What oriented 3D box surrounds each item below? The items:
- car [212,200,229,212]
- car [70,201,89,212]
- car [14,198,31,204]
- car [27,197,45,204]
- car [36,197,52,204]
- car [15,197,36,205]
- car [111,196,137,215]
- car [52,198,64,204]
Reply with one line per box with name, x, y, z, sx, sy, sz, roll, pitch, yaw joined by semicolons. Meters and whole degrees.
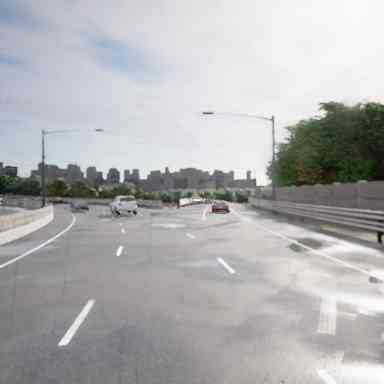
car;3.411;1.702;40.177;1.994;1.385;4.181;-1;0;3
car;-15.382;1.895;45.454;2.033;1.411;5.357;0;0;-28
car;-41.732;2.148;81.675;4.181;1.385;1.994;-1;0;35
car;-39.598;2.110;84.449;4.902;1.511;2.128;-1;0;35
car;-34.615;2.019;75.747;4.553;1.767;2.097;-1;0;41
car;-36.944;2.172;73.129;4.892;1.490;1.837;-1;0;41
car;-7.674;1.459;37.258;2.150;2.045;5.566;0;0;-22
car;-31.801;2.140;77.914;4.892;1.490;1.837;-1;0;41
